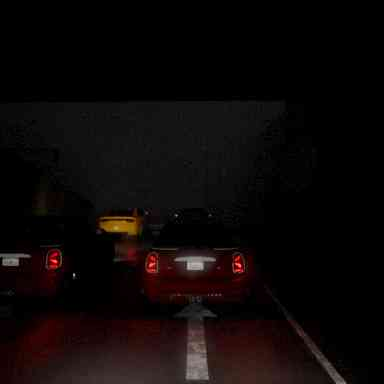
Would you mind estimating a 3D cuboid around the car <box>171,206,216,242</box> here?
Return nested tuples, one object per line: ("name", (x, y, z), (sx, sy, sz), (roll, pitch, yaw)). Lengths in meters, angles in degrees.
("car", (0.070, 1.547, 17.639), (2.033, 1.411, 5.357), (0, 0, 0))

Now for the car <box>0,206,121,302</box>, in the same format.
("car", (-3.428, 1.352, 8.440), (2.097, 1.767, 4.553), (0, 0, 0))

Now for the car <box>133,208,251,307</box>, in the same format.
("car", (0.067, 1.352, 8.113), (2.097, 1.767, 4.553), (0, 0, 0))

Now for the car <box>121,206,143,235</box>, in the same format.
("car", (-3.431, 1.478, 17.529), (1.882, 1.535, 5.008), (0, 0, 0))
